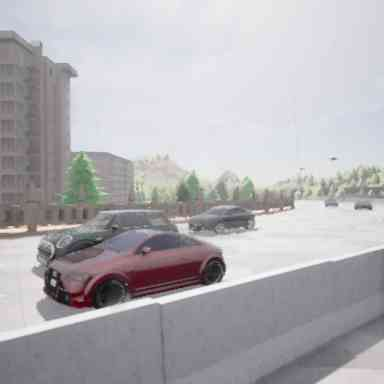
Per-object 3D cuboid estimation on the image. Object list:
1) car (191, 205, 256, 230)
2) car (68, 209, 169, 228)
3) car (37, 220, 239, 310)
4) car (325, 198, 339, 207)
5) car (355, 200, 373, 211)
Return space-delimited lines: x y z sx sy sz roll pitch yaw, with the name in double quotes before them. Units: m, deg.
"car" 1.909 1.577 19.814 1.837 1.490 4.892 0 0 45
"car" -2.611 1.395 11.091 4.553 1.767 2.097 0 0 -39
"car" -1.154 1.592 7.775 4.181 1.385 1.994 0 0 -39
"car" 23.258 1.750 55.437 1.837 1.490 4.892 0 0 18
"car" 22.770 1.722 44.240 1.994 1.385 4.181 0 -1 24
